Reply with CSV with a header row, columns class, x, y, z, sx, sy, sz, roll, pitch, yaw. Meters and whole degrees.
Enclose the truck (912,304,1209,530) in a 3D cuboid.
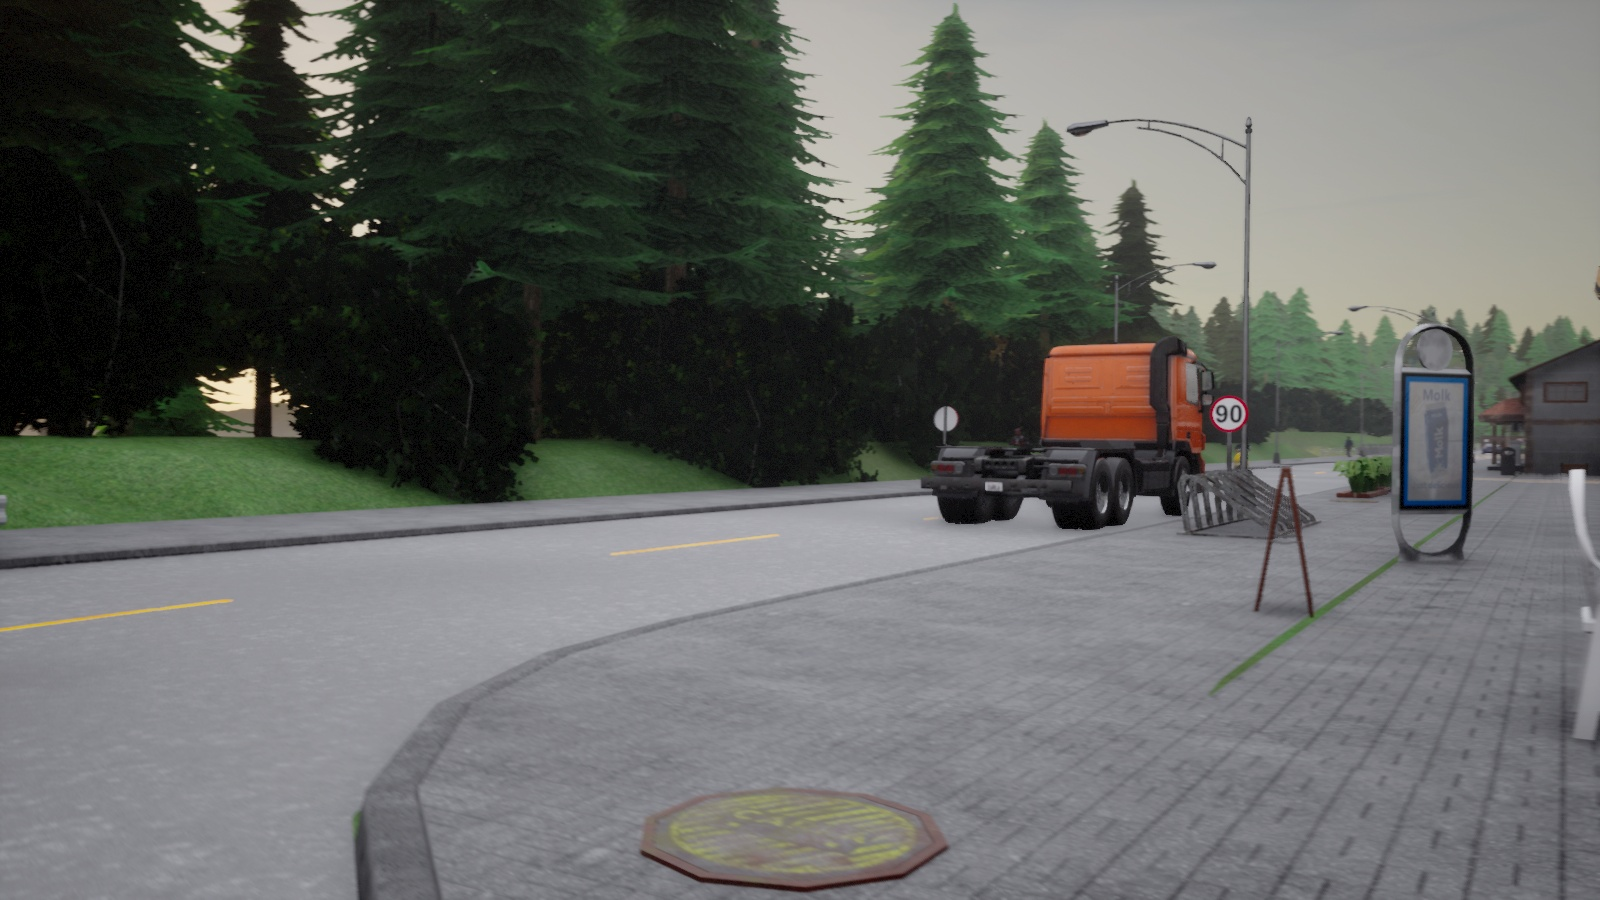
class,x,y,z,sx,sy,sz,roll,pitch,yaw
truck,5.163,-0.554,23.368,2.891,3.462,7.936,0,1,31
